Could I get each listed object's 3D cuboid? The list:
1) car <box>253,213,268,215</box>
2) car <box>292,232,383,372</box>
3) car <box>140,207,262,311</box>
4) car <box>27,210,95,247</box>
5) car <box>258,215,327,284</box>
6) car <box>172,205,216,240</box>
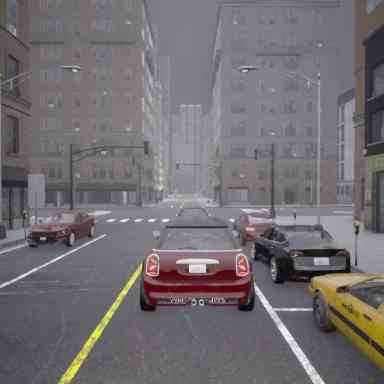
[{"bbox_3d":[2.841,1.576,14.987,1.802,1.307,4.206,-1,0,0],"label":"car"},{"bbox_3d":[2.859,1.524,3.985,1.752,1.417,4.829,-1,0,0],"label":"car"},{"bbox_3d":[0.087,1.349,7.905,2.097,1.767,4.553,0,0,0],"label":"car"},{"bbox_3d":[-5.705,1.539,14.969,1.887,1.381,4.507,-1,0,0],"label":"car"},{"bbox_3d":[2.850,1.562,9.401,1.947,1.339,4.313,-1,0,0],"label":"car"},{"bbox_3d":[0.066,1.541,18.144,2.033,1.411,5.357,0,0,0],"label":"car"}]
